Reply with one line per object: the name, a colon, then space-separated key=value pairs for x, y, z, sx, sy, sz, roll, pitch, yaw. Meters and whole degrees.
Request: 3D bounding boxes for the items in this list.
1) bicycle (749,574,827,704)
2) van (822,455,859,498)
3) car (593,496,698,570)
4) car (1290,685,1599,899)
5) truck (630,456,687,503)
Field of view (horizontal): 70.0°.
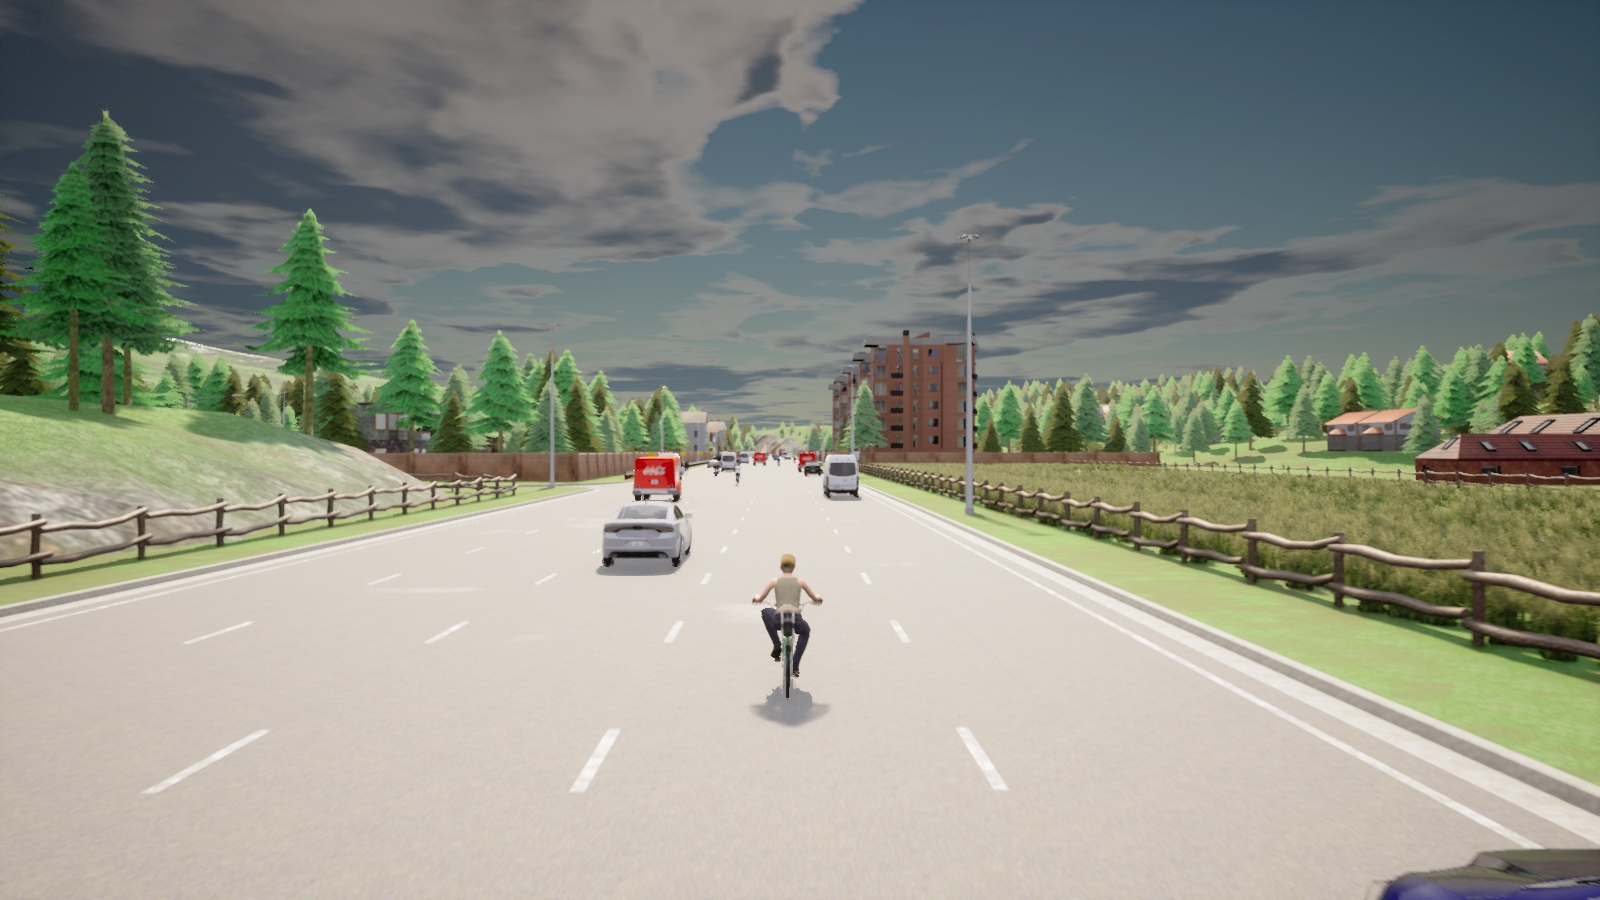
bicycle: x=-0.144 y=2.166 z=13.383 sx=0.859 sy=1.276 sz=1.487 roll=0 pitch=0 yaw=-1
van: x=2.475 y=1.575 z=70.682 sx=1.988 sy=2.561 sz=5.915 roll=0 pitch=0 yaw=-1
car: x=-3.861 y=2.051 z=29.371 sx=2.097 sy=1.535 sz=5.006 roll=0 pitch=0 yaw=-1
car: x=3.516 y=1.970 z=3.223 sx=2.242 sy=1.667 sz=4.611 roll=0 pitch=0 yaw=-1
truck: x=-7.912 y=1.607 z=64.347 sx=2.627 sy=2.467 sz=5.204 roll=0 pitch=0 yaw=-1
